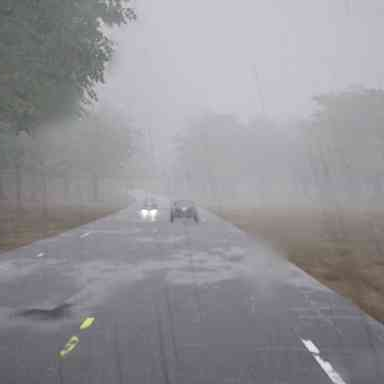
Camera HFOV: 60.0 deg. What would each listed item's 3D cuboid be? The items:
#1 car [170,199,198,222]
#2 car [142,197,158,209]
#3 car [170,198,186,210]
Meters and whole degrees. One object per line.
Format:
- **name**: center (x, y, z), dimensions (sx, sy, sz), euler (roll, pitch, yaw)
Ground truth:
- **car**: center (-0.698, 1.326, 26.563), dimensions (2.097, 1.767, 4.553), euler (0, 0, -3)
- **car**: center (-5.573, 1.445, 44.430), dimensions (2.128, 1.511, 4.902), euler (0, 0, -5)
- **car**: center (-1.924, 1.529, 43.741), dimensions (1.895, 1.301, 4.718), euler (0, 0, -5)
